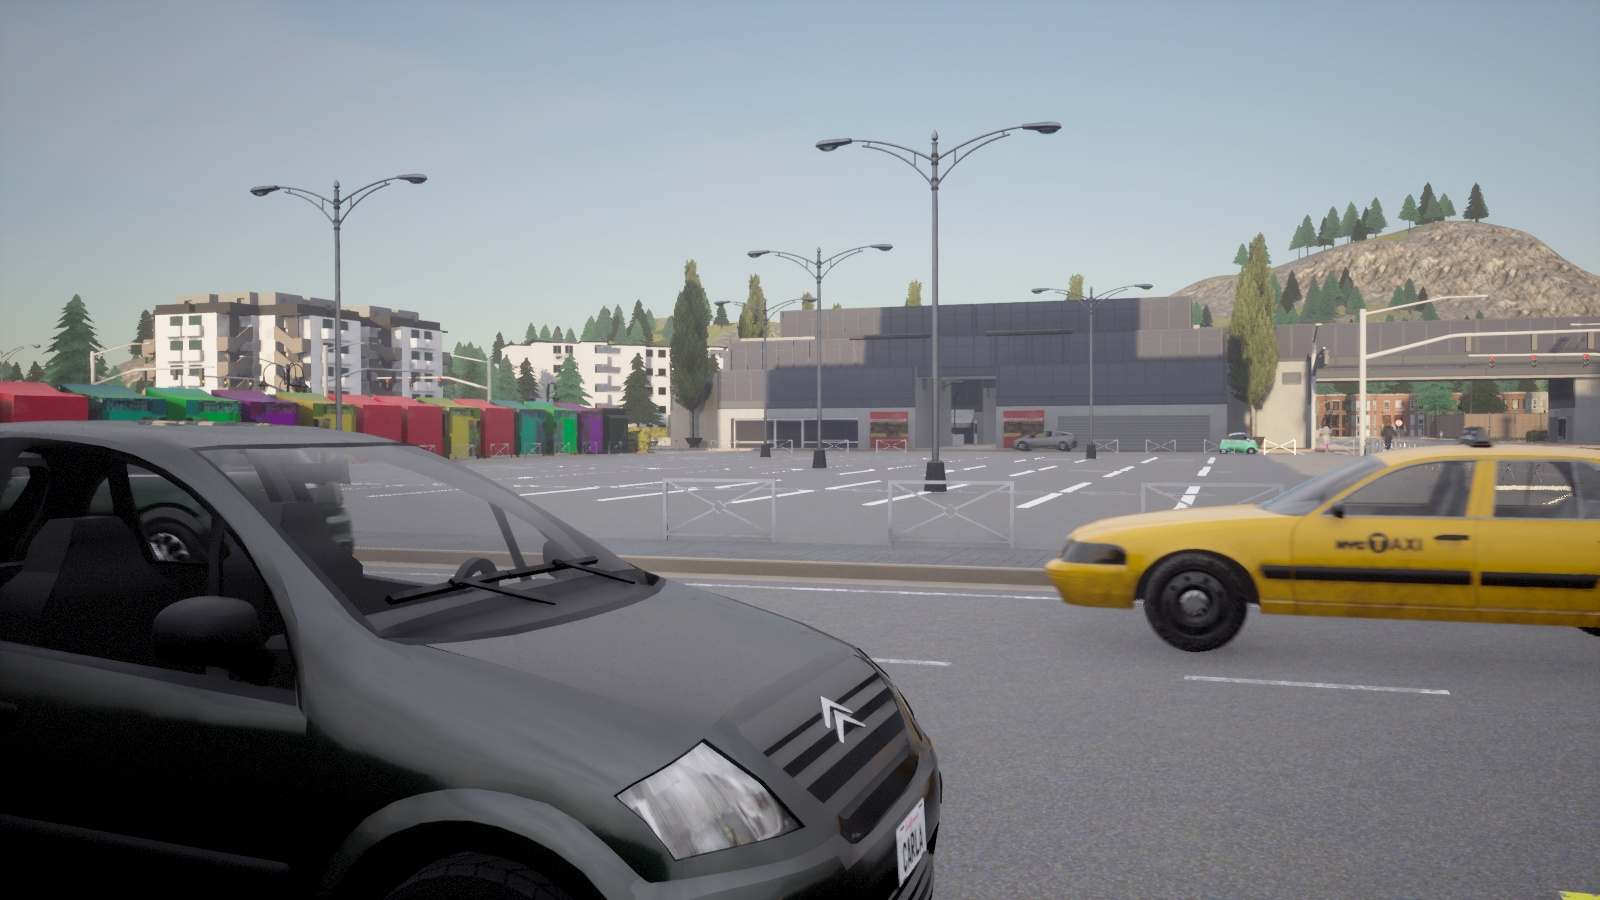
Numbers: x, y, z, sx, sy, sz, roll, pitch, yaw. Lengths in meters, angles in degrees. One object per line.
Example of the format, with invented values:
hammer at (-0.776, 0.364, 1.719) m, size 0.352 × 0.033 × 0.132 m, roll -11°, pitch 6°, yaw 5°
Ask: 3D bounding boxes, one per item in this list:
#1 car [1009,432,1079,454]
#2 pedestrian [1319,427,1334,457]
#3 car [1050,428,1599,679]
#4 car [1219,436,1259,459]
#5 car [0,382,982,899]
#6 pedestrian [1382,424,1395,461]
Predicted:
car at (17.198, -0.524, 88.497) m, size 4.514 × 1.525 × 2.007 m, roll 1°, pitch 1°, yaw 20°
pedestrian at (33.995, -0.510, 81.107) m, size 0.659 × 1.952 × 0.873 m, roll 0°, pitch 1°, yaw 8°
car at (4.631, 0.639, 9.019) m, size 5.366 × 1.575 × 1.801 m, roll 1°, pitch 1°, yaw 19°
car at (25.909, -0.153, 74.125) m, size 2.207 × 1.376 × 1.481 m, roll 0°, pitch 1°, yaw 20°
car at (-1.613, 0.659, 3.733) m, size 3.988 × 1.617 × 1.851 m, roll 1°, pitch 1°, yaw 19°
pedestrian at (30.649, -0.391, 65.389) m, size 0.423 × 1.949 × 0.788 m, roll 0°, pitch 1°, yaw 11°
